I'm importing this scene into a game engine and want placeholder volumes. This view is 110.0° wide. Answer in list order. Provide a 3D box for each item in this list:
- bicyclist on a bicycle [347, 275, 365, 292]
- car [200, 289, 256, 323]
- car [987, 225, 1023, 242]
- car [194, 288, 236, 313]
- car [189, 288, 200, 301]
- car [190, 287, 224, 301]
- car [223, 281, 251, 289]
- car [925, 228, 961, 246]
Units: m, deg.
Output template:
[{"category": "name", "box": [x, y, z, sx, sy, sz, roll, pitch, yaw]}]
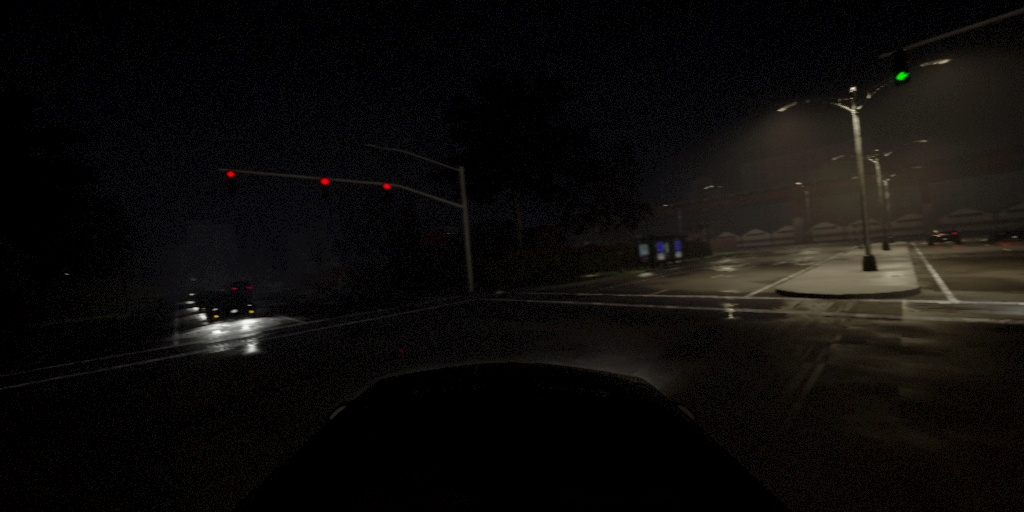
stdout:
[{"category": "bicyclist on a bicycle", "box": [-15.077, 2.596, 34.580, 1.656, 1.620, 0.582, -5, -1, -43]}, {"category": "car", "box": [-15.614, 2.780, 19.820, 1.994, 1.385, 4.181, -4, -1, -43]}, {"category": "car", "box": [41.324, -1.904, 29.859, 4.718, 1.301, 1.895, -4, -1, -43]}, {"category": "car", "box": [-22.352, 3.409, 27.059, 1.994, 1.385, 4.181, -4, -1, -43]}, {"category": "car", "box": [-42.510, 5.130, 48.834, 2.097, 1.767, 4.553, -4, -1, -43]}, {"category": "car", "box": [-29.122, 4.041, 34.334, 1.994, 1.385, 4.181, -4, -1, -43]}, {"category": "car", "box": [-35.269, 4.318, 46.318, 2.150, 2.045, 5.566, -4, 0, -43]}, {"category": "car", "box": [39.012, -1.796, 32.488, 4.902, 1.511, 2.128, -4, -1, -43]}]
